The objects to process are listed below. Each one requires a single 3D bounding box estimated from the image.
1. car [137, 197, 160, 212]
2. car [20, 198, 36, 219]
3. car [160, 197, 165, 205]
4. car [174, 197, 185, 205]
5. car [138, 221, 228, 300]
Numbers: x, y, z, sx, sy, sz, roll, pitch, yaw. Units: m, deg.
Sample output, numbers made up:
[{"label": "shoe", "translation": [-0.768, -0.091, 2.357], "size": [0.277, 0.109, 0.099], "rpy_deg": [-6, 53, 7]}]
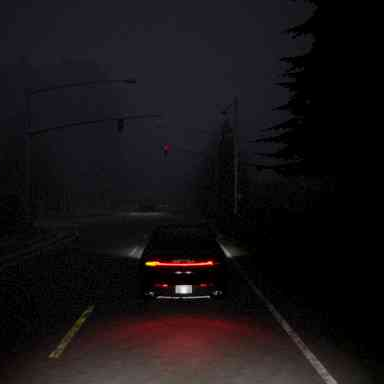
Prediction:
[{"label": "car", "translation": [-5.097, 1.477, 38.175], "size": [1.882, 1.535, 5.008], "rpy_deg": [0, 0, -2]}, {"label": "car", "translation": [-15.033, 1.336, 26.497], "size": [4.553, 1.767, 2.097], "rpy_deg": [0, 0, -3]}, {"label": "car", "translation": [-5.871, 1.525, 58.334], "size": [1.812, 1.442, 4.674], "rpy_deg": [0, 0, -2]}, {"label": "car", "translation": [-2.260, 1.563, 59.514], "size": [1.994, 1.385, 4.181], "rpy_deg": [0, 0, -2]}, {"label": "car", "translation": [-0.228, 1.505, 8.416], "size": [1.837, 1.490, 4.892], "rpy_deg": [0, 0, -2]}]
